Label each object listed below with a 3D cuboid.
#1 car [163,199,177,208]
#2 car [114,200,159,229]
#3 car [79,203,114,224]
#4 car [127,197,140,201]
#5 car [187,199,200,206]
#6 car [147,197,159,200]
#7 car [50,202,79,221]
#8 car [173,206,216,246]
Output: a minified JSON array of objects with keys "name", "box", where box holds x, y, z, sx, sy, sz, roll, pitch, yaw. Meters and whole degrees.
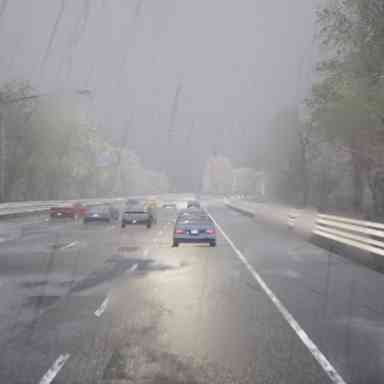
[{"name":"car","box":[-3.409,1.760,51.721,1.895,1.301,4.718,0,0,0]},{"name":"car","box":[-3.405,1.560,22.179,2.128,1.511,4.902,0,0,0]},{"name":"car","box":[-6.905,1.643,25.842,1.994,1.385,4.181,0,0,0]},{"name":"car","box":[-10.412,1.687,59.228,1.837,1.490,4.892,0,0,0]},{"name":"car","box":[0.326,1.760,51.768,1.895,1.301,4.718,0,0,2]},{"name":"car","box":[-6.911,1.655,57.707,1.882,1.535,5.008,0,0,0]},{"name":"car","box":[-10.406,1.565,28.530,1.882,1.535,5.008,0,0,0]},{"name":"car","box":[0.095,1.595,15.385,2.033,1.411,5.357,0,0,0]}]
